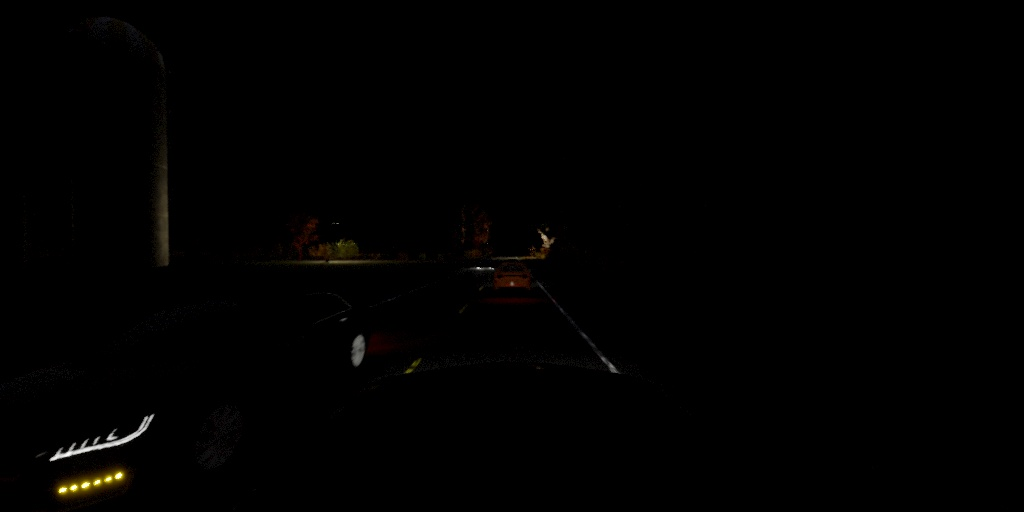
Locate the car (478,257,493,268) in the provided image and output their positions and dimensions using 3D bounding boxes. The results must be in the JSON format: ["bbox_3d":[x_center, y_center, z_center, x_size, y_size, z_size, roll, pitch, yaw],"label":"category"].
[{"bbox_3d":[-3.527,0.840,49.620,1.812,1.442,4.674,0,1,1],"label":"car"}]

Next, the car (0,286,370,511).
[{"bbox_3d":[-3.515,1.230,4.722,1.837,1.490,4.892,0,0,0],"label":"car"}]

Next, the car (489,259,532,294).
[{"bbox_3d":[0.032,1.079,18.917,1.882,1.535,5.008,0,1,1],"label":"car"}]
